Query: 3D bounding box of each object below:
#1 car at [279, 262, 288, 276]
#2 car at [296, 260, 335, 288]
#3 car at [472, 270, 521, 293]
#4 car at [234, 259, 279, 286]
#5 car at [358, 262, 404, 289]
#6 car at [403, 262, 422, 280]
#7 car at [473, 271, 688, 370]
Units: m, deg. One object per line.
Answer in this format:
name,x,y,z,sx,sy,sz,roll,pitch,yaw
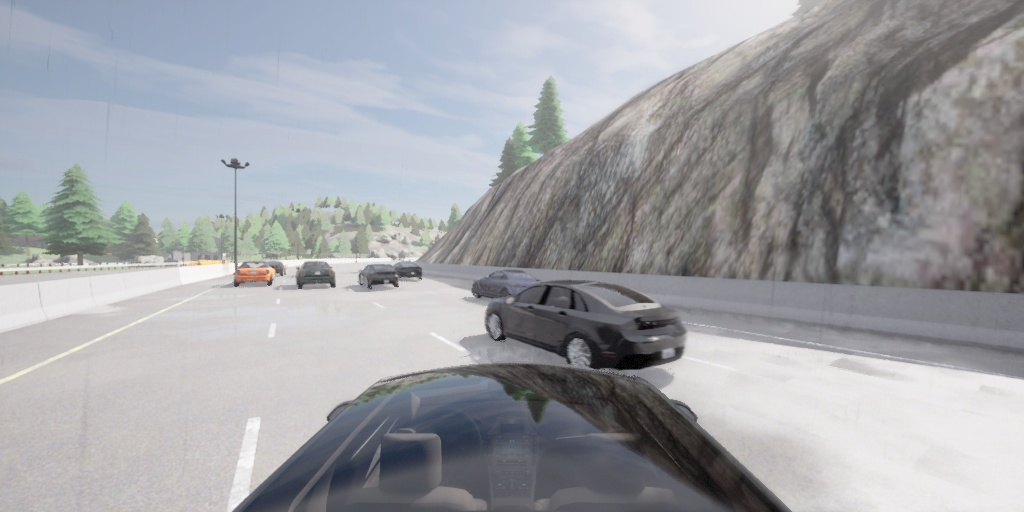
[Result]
car,-23.930,1.273,36.105,1.837,1.490,4.892,0,0,-27
car,-13.238,1.114,24.069,2.097,1.767,4.553,0,0,-33
car,-0.207,1.322,16.355,1.994,1.385,4.181,0,0,-32
car,-18.116,1.115,25.429,2.097,1.767,4.553,0,0,-31
car,-8.784,1.267,23.476,1.837,1.490,4.892,0,0,-32
car,-9.258,1.244,31.052,1.882,1.535,5.008,0,0,-31
car,1.143,1.259,7.611,1.837,1.490,4.892,0,0,-32
